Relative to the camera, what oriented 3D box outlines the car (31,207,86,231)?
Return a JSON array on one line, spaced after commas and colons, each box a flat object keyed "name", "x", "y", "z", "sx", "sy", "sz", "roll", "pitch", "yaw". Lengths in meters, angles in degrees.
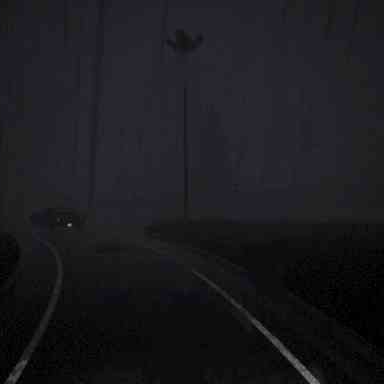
[{"name": "car", "x": -8.318, "y": 1.565, "z": 20.356, "sx": 1.895, "sy": 1.301, "sz": 4.718, "roll": -1, "pitch": 0, "yaw": -41}]
